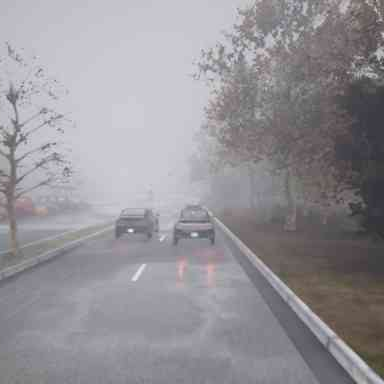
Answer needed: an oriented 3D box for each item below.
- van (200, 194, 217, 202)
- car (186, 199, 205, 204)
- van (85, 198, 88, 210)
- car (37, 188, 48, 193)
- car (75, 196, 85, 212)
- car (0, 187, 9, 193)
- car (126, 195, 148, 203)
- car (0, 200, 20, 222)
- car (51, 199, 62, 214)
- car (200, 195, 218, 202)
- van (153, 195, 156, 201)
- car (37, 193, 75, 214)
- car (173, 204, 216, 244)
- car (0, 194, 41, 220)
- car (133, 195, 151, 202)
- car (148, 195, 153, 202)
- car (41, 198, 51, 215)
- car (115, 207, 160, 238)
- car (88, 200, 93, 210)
[{"bbox_3d":[4.279,1.661,88.012,4.442,1.987,1.878,1,0,-14],"label":"van"},{"bbox_3d":[0.118,1.723,33.792,1.837,1.490,4.892,0,-1,0],"label":"car"},{"bbox_3d":[-16.602,1.585,44.631,4.442,1.987,1.878,-1,-1,-19],"label":"van"},{"bbox_3d":[-34.162,0.106,76.354,2.435,2.045,5.566,6,-3,-19],"label":"car"},{"bbox_3d":[-16.718,1.532,41.595,5.566,2.045,2.435,-1,-1,-20],"label":"car"},{"bbox_3d":[-43.201,-0.459,76.408,2.231,1.521,4.892,6,-3,-19],"label":"car"},{"bbox_3d":[-14.448,1.958,85.413,4.792,1.488,2.163,-1,0,-15],"label":"car"},{"bbox_3d":[-16.820,1.674,26.539,4.792,1.488,2.163,-1,0,-20],"label":"car"},{"bbox_3d":[-16.770,1.768,35.560,4.674,1.452,2.002,-1,0,-20],"label":"car"},{"bbox_3d":[4.663,1.782,90.981,4.553,1.767,2.185,1,-1,-14],"label":"car"},{"bbox_3d":[-13.245,1.761,94.399,4.442,1.987,1.878,-1,-1,-14],"label":"van"},{"bbox_3d":[-16.790,1.505,38.559,5.566,2.045,2.435,-1,0,-20],"label":"car"},{"bbox_3d":[0.101,1.563,16.116,2.128,1.511,4.902,0,0,0],"label":"car"},{"bbox_3d":[-16.820,1.421,29.545,5.566,2.045,2.435,-1,0,-20],"label":"car"},{"bbox_3d":[-13.710,1.841,91.358,4.553,1.767,2.185,-1,-1,-14],"label":"car"},{"bbox_3d":[-13.803,1.938,88.406,5.366,1.575,1.946,-1,-1,-15],"label":"car"},{"bbox_3d":[-16.960,1.699,32.493,5.366,1.575,1.946,-1,0,-20],"label":"car"},{"bbox_3d":[-2.898,1.589,18.158,1.837,1.490,4.892,0,0,0],"label":"car"},{"bbox_3d":[-16.627,1.715,47.607,4.553,1.767,2.185,-1,0,-19],"label":"car"}]
